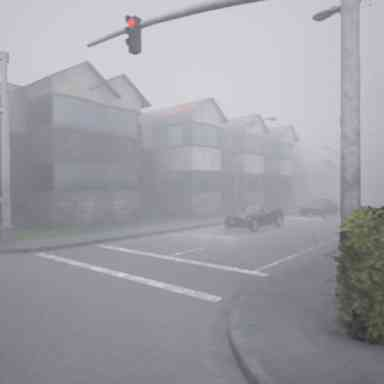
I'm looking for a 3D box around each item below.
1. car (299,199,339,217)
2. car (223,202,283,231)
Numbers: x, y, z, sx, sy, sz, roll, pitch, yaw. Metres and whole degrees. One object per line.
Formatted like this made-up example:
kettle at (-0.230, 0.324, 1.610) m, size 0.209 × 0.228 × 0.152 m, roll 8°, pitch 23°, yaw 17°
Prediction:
car at (11.291, 1.333, 29.243) m, size 2.033 × 1.411 × 5.357 m, roll 0°, pitch 1°, yaw 40°
car at (3.855, 1.407, 20.419) m, size 1.882 × 1.535 × 5.008 m, roll 0°, pitch 1°, yaw 40°
